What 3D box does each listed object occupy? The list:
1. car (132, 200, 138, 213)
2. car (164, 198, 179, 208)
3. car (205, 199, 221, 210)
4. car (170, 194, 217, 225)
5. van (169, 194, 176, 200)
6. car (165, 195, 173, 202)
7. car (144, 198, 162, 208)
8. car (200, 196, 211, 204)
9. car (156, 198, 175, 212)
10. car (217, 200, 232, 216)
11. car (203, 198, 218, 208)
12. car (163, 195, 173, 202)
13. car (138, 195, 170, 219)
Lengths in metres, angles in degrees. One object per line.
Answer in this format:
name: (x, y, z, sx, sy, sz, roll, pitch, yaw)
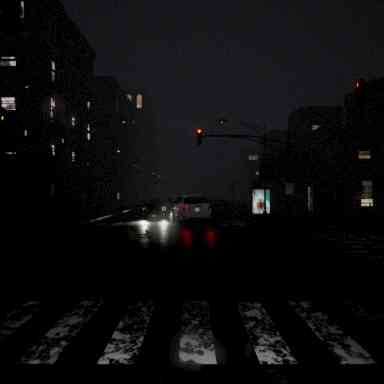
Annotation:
car: (-5.673, 1.561, 37.526, 2.008, 1.369, 4.403, 0, 0, 0)
car: (-3.061, 1.623, 49.952, 1.895, 1.301, 4.718, 0, 0, 0)
car: (2.712, 1.598, 43.230, 1.802, 1.307, 4.206, 0, 0, 0)
car: (-0.068, 1.215, 24.040, 2.150, 2.045, 5.566, -1, 0, -9)
van: (-5.639, 1.431, 94.493, 1.690, 1.788, 3.998, -1, 0, 0)
car: (-5.645, 1.593, 82.929, 1.752, 1.417, 4.829, -1, 0, 0)
car: (-5.665, 1.572, 48.920, 2.008, 1.369, 4.403, 0, 0, 0)
car: (2.726, 1.592, 66.017, 2.008, 1.369, 4.403, -1, 0, 0)
car: (-3.070, 1.490, 39.469, 1.882, 1.535, 5.008, 0, 0, 0)
car: (2.704, 1.446, 31.836, 1.967, 1.590, 4.097, 0, 0, 0)
car: (2.715, 1.572, 48.927, 2.008, 1.369, 4.403, 0, 0, 0)
car: (-5.649, 1.498, 77.402, 1.967, 1.590, 4.097, 0, 0, 0)
car: (-3.081, 1.356, 29.090, 2.097, 1.767, 4.553, 0, 0, 0)
